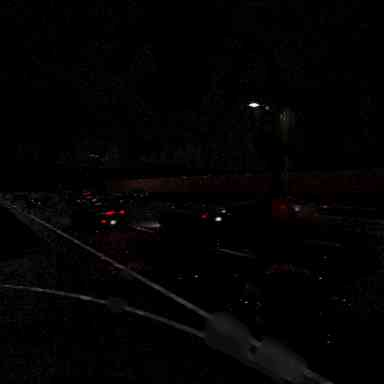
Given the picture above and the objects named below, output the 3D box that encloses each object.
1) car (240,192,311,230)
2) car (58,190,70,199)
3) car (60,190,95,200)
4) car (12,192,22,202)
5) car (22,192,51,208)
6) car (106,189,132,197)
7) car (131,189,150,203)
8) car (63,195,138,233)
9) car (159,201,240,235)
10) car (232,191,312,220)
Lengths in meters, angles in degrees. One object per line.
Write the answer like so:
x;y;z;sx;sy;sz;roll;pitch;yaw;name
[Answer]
3.604;0.783;16.776;2.097;1.767;4.553;-2;2;-32;car
-21.310;0.485;56.316;1.837;1.490;4.892;-2;2;-32;car
-11.831;0.880;34.720;2.033;1.411;5.357;-2;2;-32;car
-27.581;0.754;53.148;1.812;1.442;4.674;-2;2;-32;car
-17.250;0.941;36.757;1.812;1.442;4.674;-2;2;-32;car
-8.453;0.739;35.919;1.812;1.442;4.674;-2;2;-32;car
-6.895;0.412;39.996;2.097;1.767;4.553;-2;2;-32;car
-4.880;1.131;17.126;2.128;1.511;4.902;-2;2;-32;car
0.049;1.111;15.872;1.994;1.385;4.181;-2;2;-32;car
4.917;0.752;21.262;1.882;1.535;5.008;-2;2;-32;car
